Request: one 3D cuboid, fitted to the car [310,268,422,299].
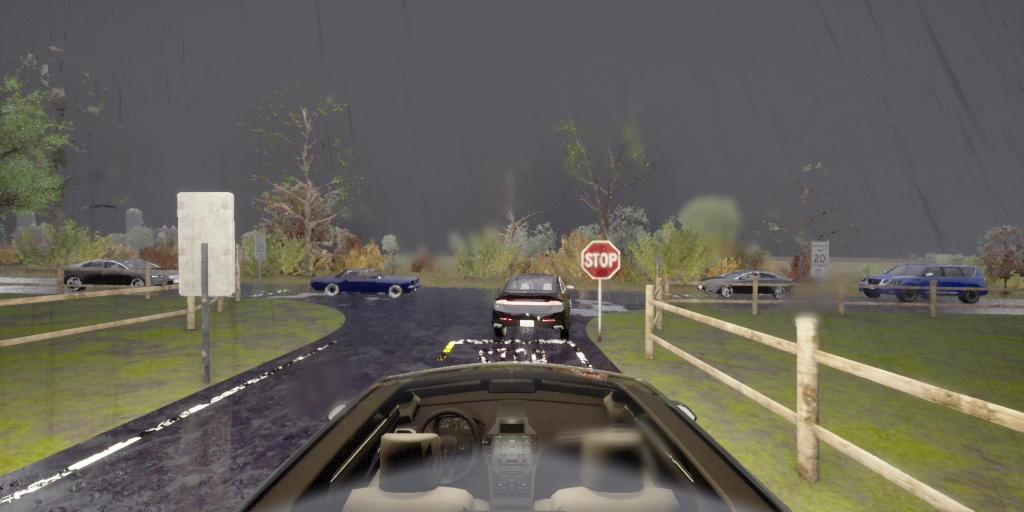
[{"bbox_3d":[-6.819,1.249,17.159,4.718,1.301,1.895,1,1,0],"label":"car"}]

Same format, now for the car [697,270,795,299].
[{"bbox_3d":[13.007,1.526,20.082,4.902,1.511,2.128,1,1,0],"label":"car"}]

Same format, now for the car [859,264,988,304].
[{"bbox_3d":[22.903,1.467,20.069,5.566,2.045,2.150,1,1,0],"label":"car"}]

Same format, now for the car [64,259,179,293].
[{"bbox_3d":[-18.487,0.885,17.178,4.902,1.511,2.128,1,1,0],"label":"car"}]

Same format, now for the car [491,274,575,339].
[{"bbox_3d":[0.708,1.240,10.126,2.128,1.511,4.902,0,0,9],"label":"car"}]
